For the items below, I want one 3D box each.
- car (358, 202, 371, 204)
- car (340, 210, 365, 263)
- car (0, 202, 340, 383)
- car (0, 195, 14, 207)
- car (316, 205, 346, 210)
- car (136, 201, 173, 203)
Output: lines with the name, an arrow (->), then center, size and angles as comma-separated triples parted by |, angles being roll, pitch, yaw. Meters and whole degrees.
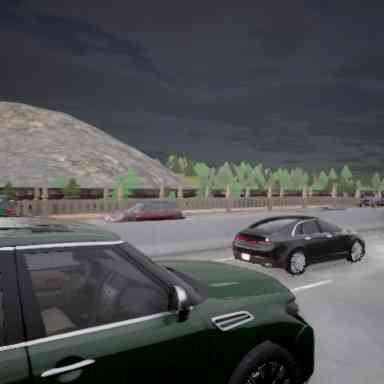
car -> 22.120, 1.185, 40.246 | 5.357, 1.411, 2.033 | 0, 0, -34
car -> 3.430, 1.484, 10.298 | 4.892, 1.490, 1.837 | 0, 0, -35
car -> -1.395, 1.213, 2.694 | 5.566, 2.045, 2.150 | 0, 0, -35
car -> -12.041, 1.171, 16.853 | 5.566, 2.045, 2.150 | 0, 0, -36
car -> 9.183, 1.556, 22.945 | 4.718, 1.301, 1.895 | 0, 0, -34
car -> -2.673, 1.305, 19.092 | 4.553, 1.767, 2.097 | 0, 0, -34
